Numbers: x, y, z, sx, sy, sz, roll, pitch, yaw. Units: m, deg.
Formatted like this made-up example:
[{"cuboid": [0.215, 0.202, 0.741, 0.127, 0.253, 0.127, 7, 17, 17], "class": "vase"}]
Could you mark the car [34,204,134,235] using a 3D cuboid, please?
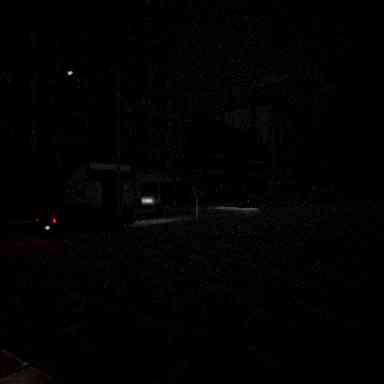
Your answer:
[{"cuboid": [-5.108, 1.259, 16.518, 1.895, 1.301, 4.718, -1, 0, 35], "class": "car"}]

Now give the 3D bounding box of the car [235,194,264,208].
[{"cuboid": [6.634, 0.986, 37.969, 1.837, 1.490, 4.892, -1, 0, 36], "class": "car"}]
